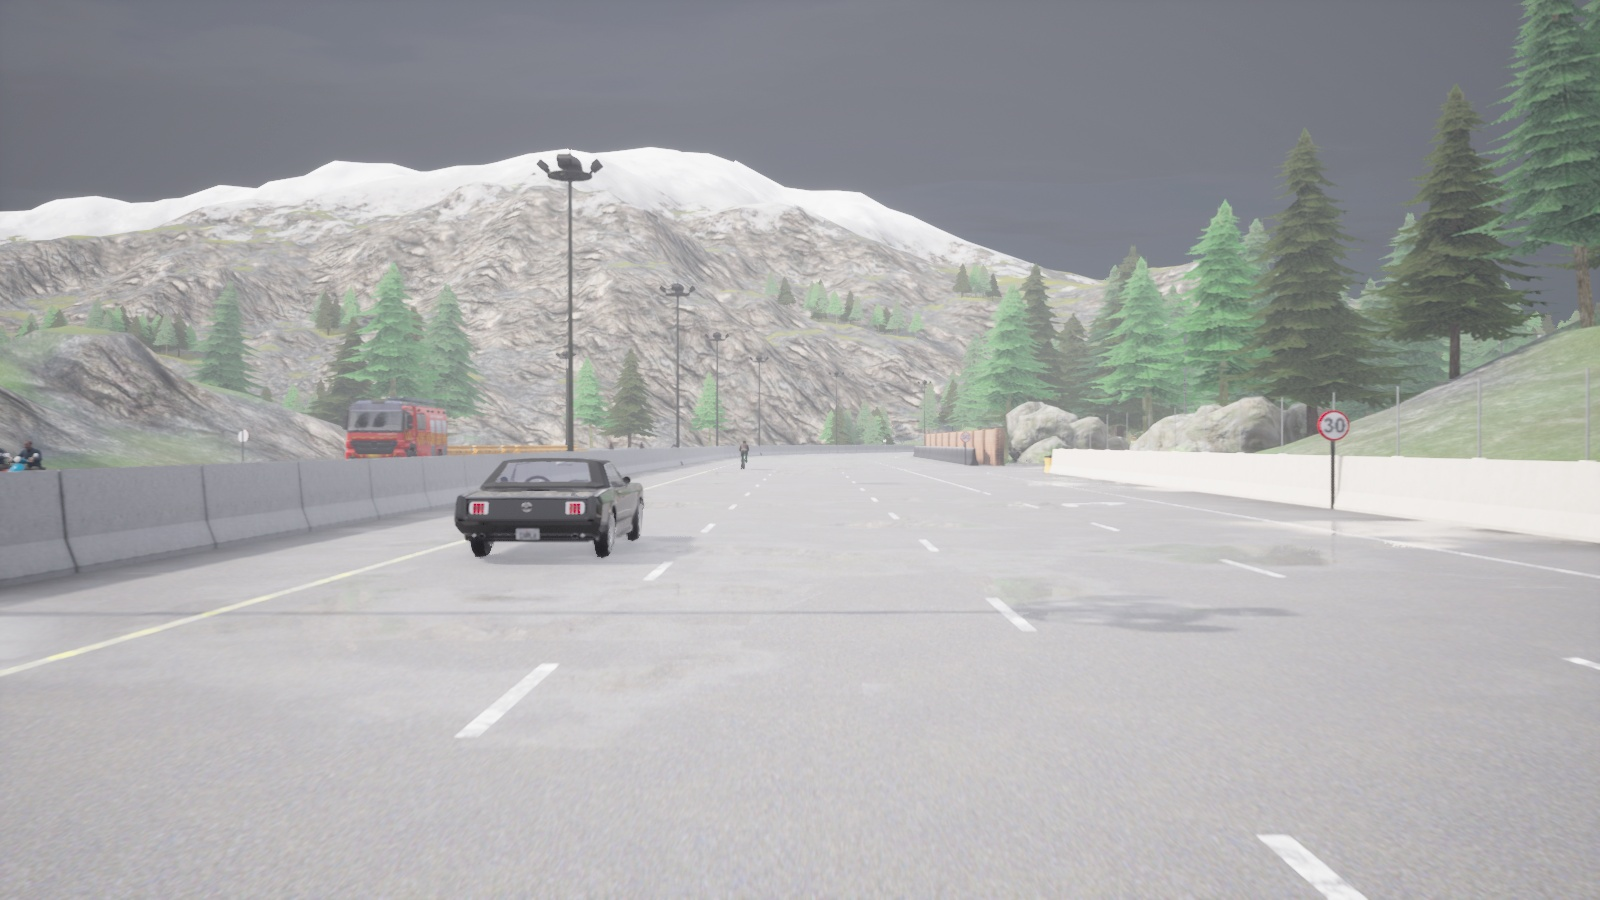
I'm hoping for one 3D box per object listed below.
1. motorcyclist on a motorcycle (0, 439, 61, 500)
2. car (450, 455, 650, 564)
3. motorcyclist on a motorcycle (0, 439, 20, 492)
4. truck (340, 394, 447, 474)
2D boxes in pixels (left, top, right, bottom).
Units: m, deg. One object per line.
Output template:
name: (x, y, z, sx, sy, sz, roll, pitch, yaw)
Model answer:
motorcyclist on a motorcycle: (-20.794, 0.493, 33.659, 0.866, 1.590, 1.817, 0, 0, 0)
car: (-3.383, 0.743, 17.923, 1.895, 1.301, 4.718, 0, 0, 0)
motorcyclist on a motorcycle: (-24.272, 0.469, 37.461, 0.866, 1.590, 1.817, 0, 0, 0)
truck: (-20.556, -0.796, 64.047, 2.891, 3.827, 8.468, 0, 0, -1)
